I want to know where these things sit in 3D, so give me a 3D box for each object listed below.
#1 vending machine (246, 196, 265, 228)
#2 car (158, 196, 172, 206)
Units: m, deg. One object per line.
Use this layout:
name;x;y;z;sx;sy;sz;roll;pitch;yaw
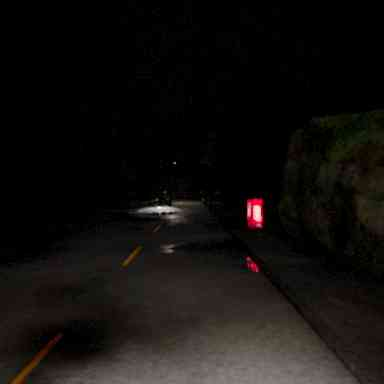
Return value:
vending machine;4.289;1.360;22.531;1.100;2.100;0.880;0;0;0
car;-4.067;1.367;50.210;2.128;1.511;4.902;0;0;1
